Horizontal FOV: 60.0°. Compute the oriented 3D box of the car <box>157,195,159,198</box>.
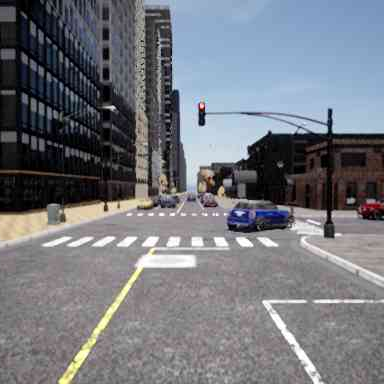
[{"bbox_3d":[-5.728,1.461,47.855,1.947,1.339,4.313,-1,0,0],"label":"car"}]

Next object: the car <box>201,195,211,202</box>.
[{"bbox_3d":[3.054,1.345,73.719,1.837,1.490,4.892,0,0,0],"label":"car"}]

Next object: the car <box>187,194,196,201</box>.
[{"bbox_3d":[-0.099,1.276,79.151,2.128,1.511,4.902,0,0,0],"label":"car"}]

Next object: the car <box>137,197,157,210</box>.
[{"bbox_3d":[-5.892,1.433,42.041,1.752,1.417,4.829,-1,0,0],"label":"car"}]

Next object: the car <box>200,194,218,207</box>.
[{"bbox_3d":[2.617,1.336,47.811,1.967,1.590,4.097,-1,0,0],"label":"car"}]

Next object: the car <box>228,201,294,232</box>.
[{"bbox_3d":[4.273,1.324,20.190,4.553,1.767,2.097,1,1,-43],"label":"car"}]

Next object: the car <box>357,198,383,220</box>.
[{"bbox_3d":[16.492,1.361,27.540,5.009,1.841,2.192,1,0,1],"label":"car"}]

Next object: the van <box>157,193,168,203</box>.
[{"bbox_3d":[-5.753,1.200,64.787,1.690,1.788,3.998,-1,0,0],"label":"van"}]

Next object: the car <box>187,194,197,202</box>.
[{"bbox_3d":[-0.088,1.202,70.337,2.097,1.767,4.553,0,0,0],"label":"car"}]

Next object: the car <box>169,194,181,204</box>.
[{"bbox_3d":[-3.133,1.370,62.181,1.837,1.490,4.892,0,0,0],"label":"car"}]

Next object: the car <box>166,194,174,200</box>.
[{"bbox_3d":[-5.778,1.339,87.194,1.752,1.417,4.829,-1,0,0],"label":"car"}]

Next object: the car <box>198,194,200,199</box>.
[{"bbox_3d":[2.601,1.187,59.099,2.192,1.841,5.009,-1,0,0],"label":"car"}]

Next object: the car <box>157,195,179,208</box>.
[{"bbox_3d":[-3.151,1.465,44.823,1.994,1.385,4.181,0,0,0],"label":"car"}]
